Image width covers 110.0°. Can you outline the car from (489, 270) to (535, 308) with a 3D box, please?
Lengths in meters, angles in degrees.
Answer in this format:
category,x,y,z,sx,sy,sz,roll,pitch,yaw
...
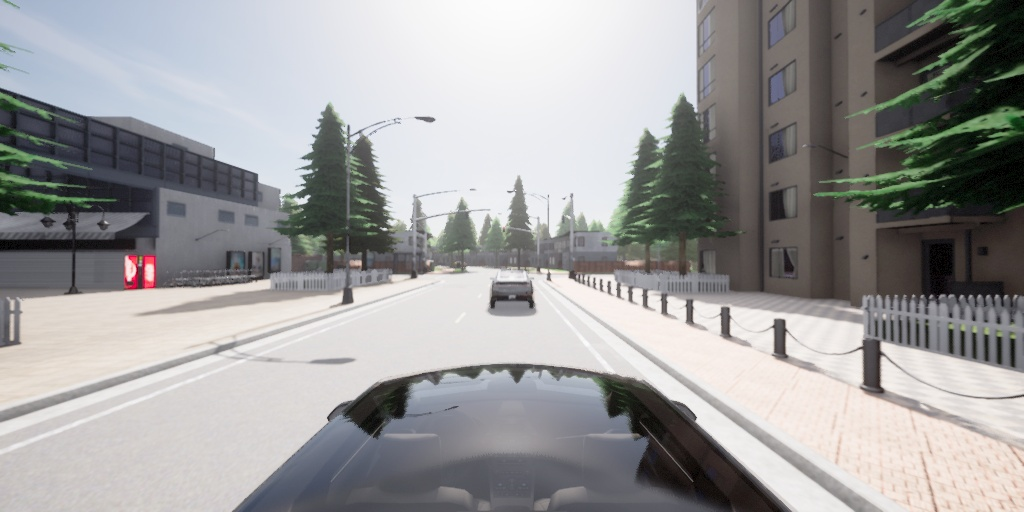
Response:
category,x,y,z,sx,sy,sz,roll,pitch,yaw
car,0.006,1.379,16.147,2.128,1.511,4.902,0,0,0
